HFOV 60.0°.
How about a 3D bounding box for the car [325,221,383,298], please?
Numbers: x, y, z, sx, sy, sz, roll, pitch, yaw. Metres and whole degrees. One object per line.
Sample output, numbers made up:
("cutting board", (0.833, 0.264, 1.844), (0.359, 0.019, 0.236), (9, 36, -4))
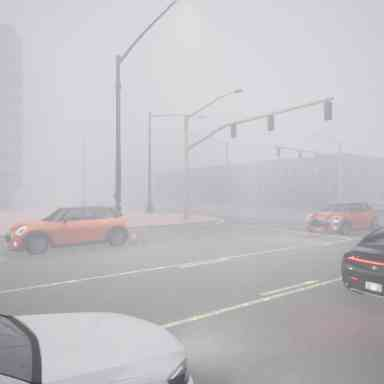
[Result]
("car", (5.341, 1.505, 7.551), (4.892, 1.490, 1.837), (0, 0, -35))

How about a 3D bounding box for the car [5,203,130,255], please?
("car", (-4.903, 1.352, 13.381), (4.553, 1.767, 2.097), (0, 0, -35))

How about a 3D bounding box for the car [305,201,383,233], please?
("car", (8.363, 1.352, 18.492), (4.553, 1.767, 2.097), (0, 0, -35))

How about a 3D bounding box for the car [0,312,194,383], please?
("car", (-2.137, 1.526, 2.224), (4.674, 1.442, 1.812), (0, 0, -35))
